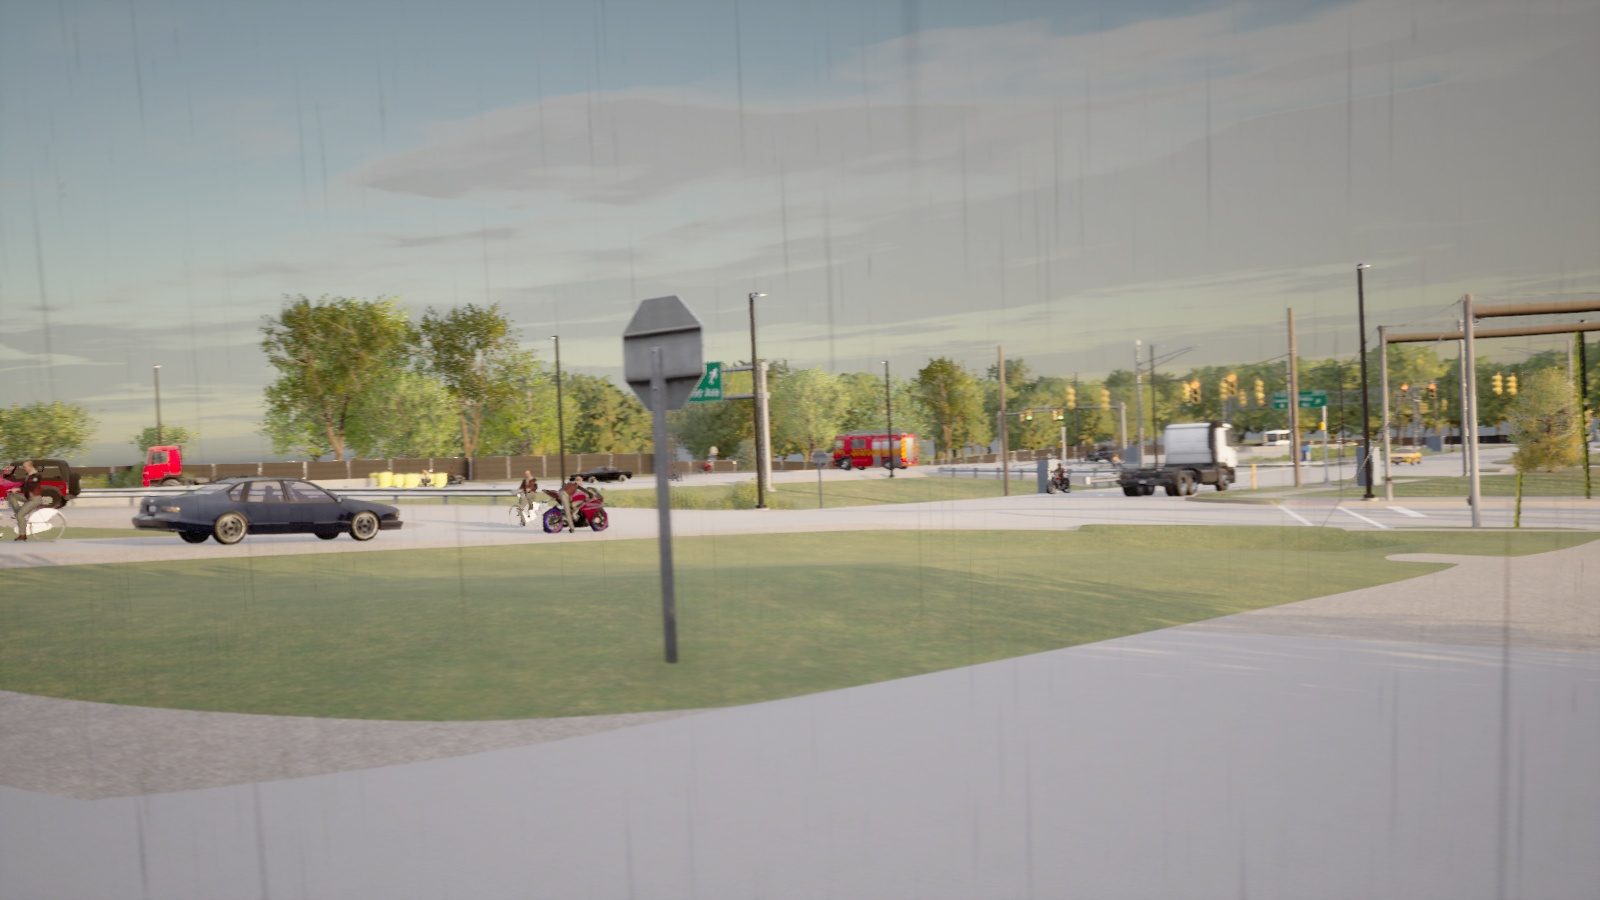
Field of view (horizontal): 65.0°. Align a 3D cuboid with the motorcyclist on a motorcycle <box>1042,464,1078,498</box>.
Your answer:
[{"bbox_3d":[13.395,1.576,64.716,0.766,1.649,2.350,-2,0,40],"label":"motorcyclist on a motorcycle"}]

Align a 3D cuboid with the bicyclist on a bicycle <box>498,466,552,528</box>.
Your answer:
[{"bbox_3d":[-8.201,1.395,37.515,0.659,1.776,1.843,-3,-3,19],"label":"bicyclist on a bicycle"}]

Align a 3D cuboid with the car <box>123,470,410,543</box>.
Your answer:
[{"bbox_3d":[-11.398,1.212,27.199,2.033,1.411,5.357,-2,-3,41],"label":"car"}]

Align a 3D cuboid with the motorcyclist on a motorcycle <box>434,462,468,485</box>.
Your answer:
[{"bbox_3d":[-25.940,1.768,93.358,2.350,1.649,0.766,-1,0,-30],"label":"motorcyclist on a motorcycle"}]

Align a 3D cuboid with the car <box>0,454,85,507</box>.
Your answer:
[{"bbox_3d":[-28.239,1.071,45.449,3.866,1.878,1.905,0,0,-22],"label":"car"}]

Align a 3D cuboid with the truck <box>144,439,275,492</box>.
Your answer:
[{"bbox_3d":[-40.300,1.026,85.891,7.936,3.462,2.891,-1,0,-26],"label":"truck"}]

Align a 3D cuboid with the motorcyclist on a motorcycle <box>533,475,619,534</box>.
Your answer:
[{"bbox_3d":[-5.953,1.434,33.434,0.866,1.530,2.191,-2,-2,41],"label":"motorcyclist on a motorcycle"}]

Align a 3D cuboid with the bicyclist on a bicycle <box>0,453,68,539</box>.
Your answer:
[{"bbox_3d":[-16.630,0.975,26.539,0.659,1.776,1.843,-2,-3,41],"label":"bicyclist on a bicycle"}]

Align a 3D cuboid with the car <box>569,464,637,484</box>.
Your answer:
[{"bbox_3d":[-14.299,1.739,91.350,1.895,1.301,4.718,-2,0,40],"label":"car"}]

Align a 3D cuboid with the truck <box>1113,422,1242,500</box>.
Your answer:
[{"bbox_3d":[17.933,0.496,59.255,2.891,3.462,7.936,-2,-1,40],"label":"truck"}]
